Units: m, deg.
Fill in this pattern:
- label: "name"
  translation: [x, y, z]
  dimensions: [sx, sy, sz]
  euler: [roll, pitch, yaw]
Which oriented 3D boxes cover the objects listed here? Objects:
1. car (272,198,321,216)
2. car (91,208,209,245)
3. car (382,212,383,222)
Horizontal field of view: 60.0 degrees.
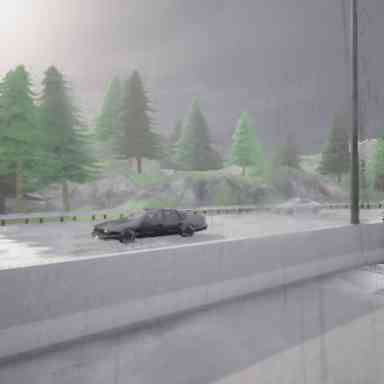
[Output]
- label: "car"
  translation: [9.397, 1.292, 29.670]
  dimensions: [4.674, 1.442, 1.812]
  euler: [0, 0, -25]
- label: "car"
  translation: [-1.787, 1.477, 15.460]
  dimensions: [5.357, 1.411, 2.033]
  euler: [-1, 0, -34]
- label: "car"
  translation: [13.815, 1.262, 20.178]
  dimensions: [5.008, 1.535, 1.882]
  euler: [0, 0, -24]
